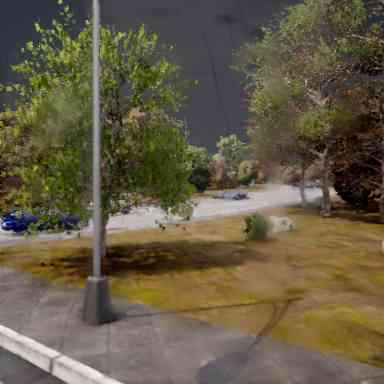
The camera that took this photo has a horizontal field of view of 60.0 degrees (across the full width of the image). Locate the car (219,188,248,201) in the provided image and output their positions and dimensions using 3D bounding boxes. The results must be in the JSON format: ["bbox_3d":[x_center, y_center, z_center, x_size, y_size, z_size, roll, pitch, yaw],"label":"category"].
[{"bbox_3d":[6.662,0.375,50.494,2.097,1.767,4.553,0,3,39],"label":"car"}]

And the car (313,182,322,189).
[{"bbox_3d":[32.858,-1.504,84.116,2.033,1.411,5.357,0,3,8],"label":"car"}]

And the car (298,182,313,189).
[{"bbox_3d":[29.650,-1.723,85.995,2.097,1.767,4.553,0,3,8],"label":"car"}]

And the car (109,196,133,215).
[{"bbox_3d":[-8.223,1.222,31.761,2.150,2.045,5.566,0,1,38],"label":"car"}]

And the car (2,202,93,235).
[{"bbox_3d":[-8.549,1.585,19.902,1.882,1.535,5.008,0,0,38],"label":"car"}]

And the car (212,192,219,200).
[{"bbox_3d":[5.015,0.523,54.029,1.994,1.385,4.181,0,3,39],"label":"car"}]
